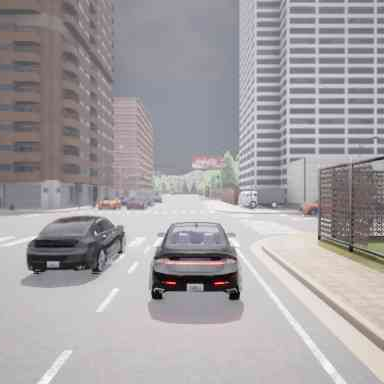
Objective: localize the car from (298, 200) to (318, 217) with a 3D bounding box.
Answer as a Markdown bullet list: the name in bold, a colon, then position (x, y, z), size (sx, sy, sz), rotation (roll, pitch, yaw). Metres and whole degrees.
- **car**: position (12.107, 1.297, 30.295), size (4.553, 1.767, 2.097), rotation (0, 0, 0)

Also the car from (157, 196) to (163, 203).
- **car**: position (-6.998, 1.477, 66.770), size (1.882, 1.535, 5.008), rotation (0, 0, 0)

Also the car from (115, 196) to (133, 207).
- **car**: position (-10.566, 1.478, 52.127), size (1.882, 1.535, 5.008), rotation (0, 0, 0)

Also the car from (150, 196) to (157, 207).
- **car**: position (-7.068, 1.504, 52.025), size (1.837, 1.490, 4.892), rotation (0, 0, 0)

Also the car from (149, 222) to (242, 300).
- **car**: position (0.107, 1.492, 8.364), size (2.128, 1.511, 4.902), rotation (0, 0, 1)

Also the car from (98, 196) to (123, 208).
- **car**: position (-10.571, 1.352, 42.903), size (2.097, 1.767, 4.553), rotation (0, 0, 0)

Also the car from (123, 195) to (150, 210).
- **car**: position (-7.047, 1.352, 42.893), size (2.097, 1.767, 4.553), rotation (0, 0, 0)

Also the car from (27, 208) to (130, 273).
- **car**: position (-3.411, 1.507, 10.612), size (1.837, 1.490, 4.892), rotation (0, 1, 0)

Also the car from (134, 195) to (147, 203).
- **car**: position (-10.482, 1.477, 68.202), size (1.882, 1.535, 5.008), rotation (0, 0, 0)
